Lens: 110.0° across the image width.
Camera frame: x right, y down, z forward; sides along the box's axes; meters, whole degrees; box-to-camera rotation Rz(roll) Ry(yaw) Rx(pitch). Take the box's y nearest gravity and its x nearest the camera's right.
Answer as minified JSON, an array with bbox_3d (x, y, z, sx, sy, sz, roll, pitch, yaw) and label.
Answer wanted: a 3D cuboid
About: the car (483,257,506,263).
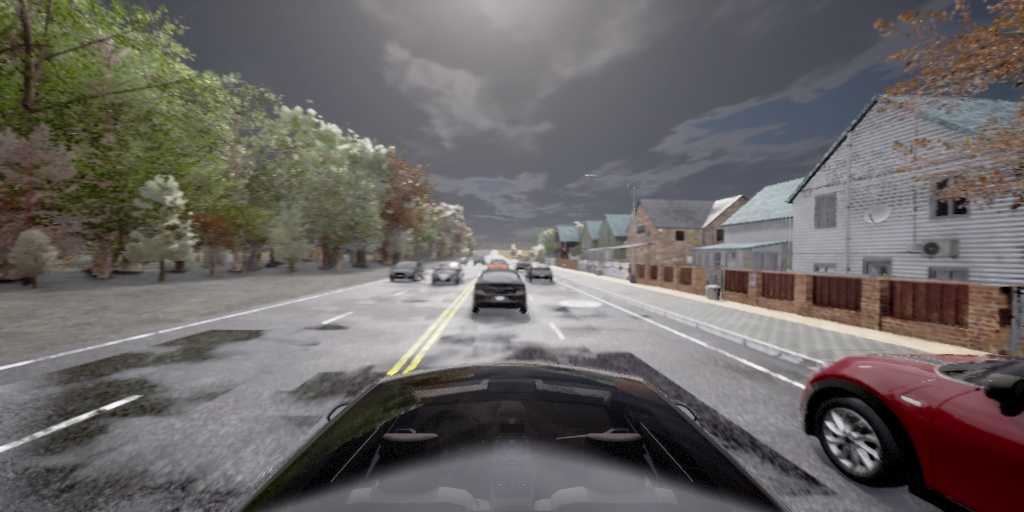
[{"bbox_3d":[-1.267,1.056,32.337,2.097,1.767,4.553,1,0,-2],"label":"car"}]

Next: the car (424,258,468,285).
[{"bbox_3d":[-4.395,1.147,24.976,2.128,1.511,4.902,1,0,-2],"label":"car"}]

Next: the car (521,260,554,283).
[{"bbox_3d":[2.120,1.262,28.490,2.128,1.511,4.902,1,0,-2],"label":"car"}]

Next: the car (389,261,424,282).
[{"bbox_3d":[-7.723,1.099,26.819,1.837,1.490,4.892,1,0,-2],"label":"car"}]

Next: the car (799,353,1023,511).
[{"bbox_3d":[4.161,1.177,1.914,2.097,1.767,4.553,1,0,-2],"label":"car"}]

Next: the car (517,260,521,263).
[{"bbox_3d":[1.418,1.246,44.350,1.837,1.490,4.892,1,0,-2],"label":"car"}]

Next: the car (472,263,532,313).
[{"bbox_3d":[-0.487,1.214,14.007,1.882,1.535,5.008,1,0,-2],"label":"car"}]
